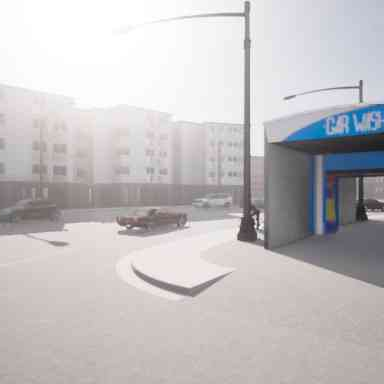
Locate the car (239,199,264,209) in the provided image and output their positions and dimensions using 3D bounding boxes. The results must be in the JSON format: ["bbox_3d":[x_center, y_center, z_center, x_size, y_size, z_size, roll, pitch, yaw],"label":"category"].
[{"bbox_3d":[8.112,1.560,42.416,4.181,1.385,1.994,0,0,-25],"label":"car"}]

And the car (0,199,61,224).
[{"bbox_3d":[-12.188,1.345,24.624,2.097,1.767,4.553,0,0,34],"label":"car"}]

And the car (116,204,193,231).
[{"bbox_3d":[-2.271,1.597,20.505,1.895,1.301,4.718,0,0,35],"label":"car"}]

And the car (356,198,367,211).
[{"bbox_3d":[15.038,1.350,33.787,4.553,1.767,2.097,0,0,-24],"label":"car"}]

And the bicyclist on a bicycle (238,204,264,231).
[{"bbox_3d":[3.224,1.299,18.277,1.656,1.620,0.582,0,0,38],"label":"bicyclist on a bicycle"}]

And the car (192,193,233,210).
[{"bbox_3d":[2.769,1.215,43.606,5.566,2.045,2.150,0,0,-30],"label":"car"}]

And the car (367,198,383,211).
[{"bbox_3d":[21.028,1.504,39.618,4.892,1.490,1.837,0,0,-18],"label":"car"}]
